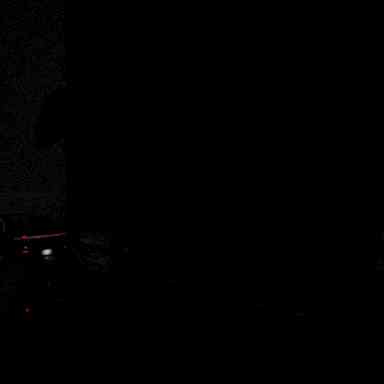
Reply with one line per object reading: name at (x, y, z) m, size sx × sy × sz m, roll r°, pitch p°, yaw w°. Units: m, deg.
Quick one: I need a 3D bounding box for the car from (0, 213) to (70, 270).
car at (-5.825, 1.449, 10.921) m, size 4.902 × 1.511 × 2.128 m, roll 0°, pitch 0°, yaw 43°
